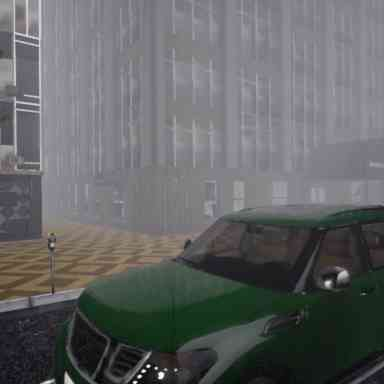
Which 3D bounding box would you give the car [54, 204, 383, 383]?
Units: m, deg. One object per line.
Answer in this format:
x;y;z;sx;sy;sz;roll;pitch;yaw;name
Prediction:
1.266;1.221;4.295;5.566;2.045;2.150;0;0;-36;car

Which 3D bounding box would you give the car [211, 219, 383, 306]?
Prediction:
2.838;1.549;8.620;4.403;1.369;2.008;0;-1;-36;car
